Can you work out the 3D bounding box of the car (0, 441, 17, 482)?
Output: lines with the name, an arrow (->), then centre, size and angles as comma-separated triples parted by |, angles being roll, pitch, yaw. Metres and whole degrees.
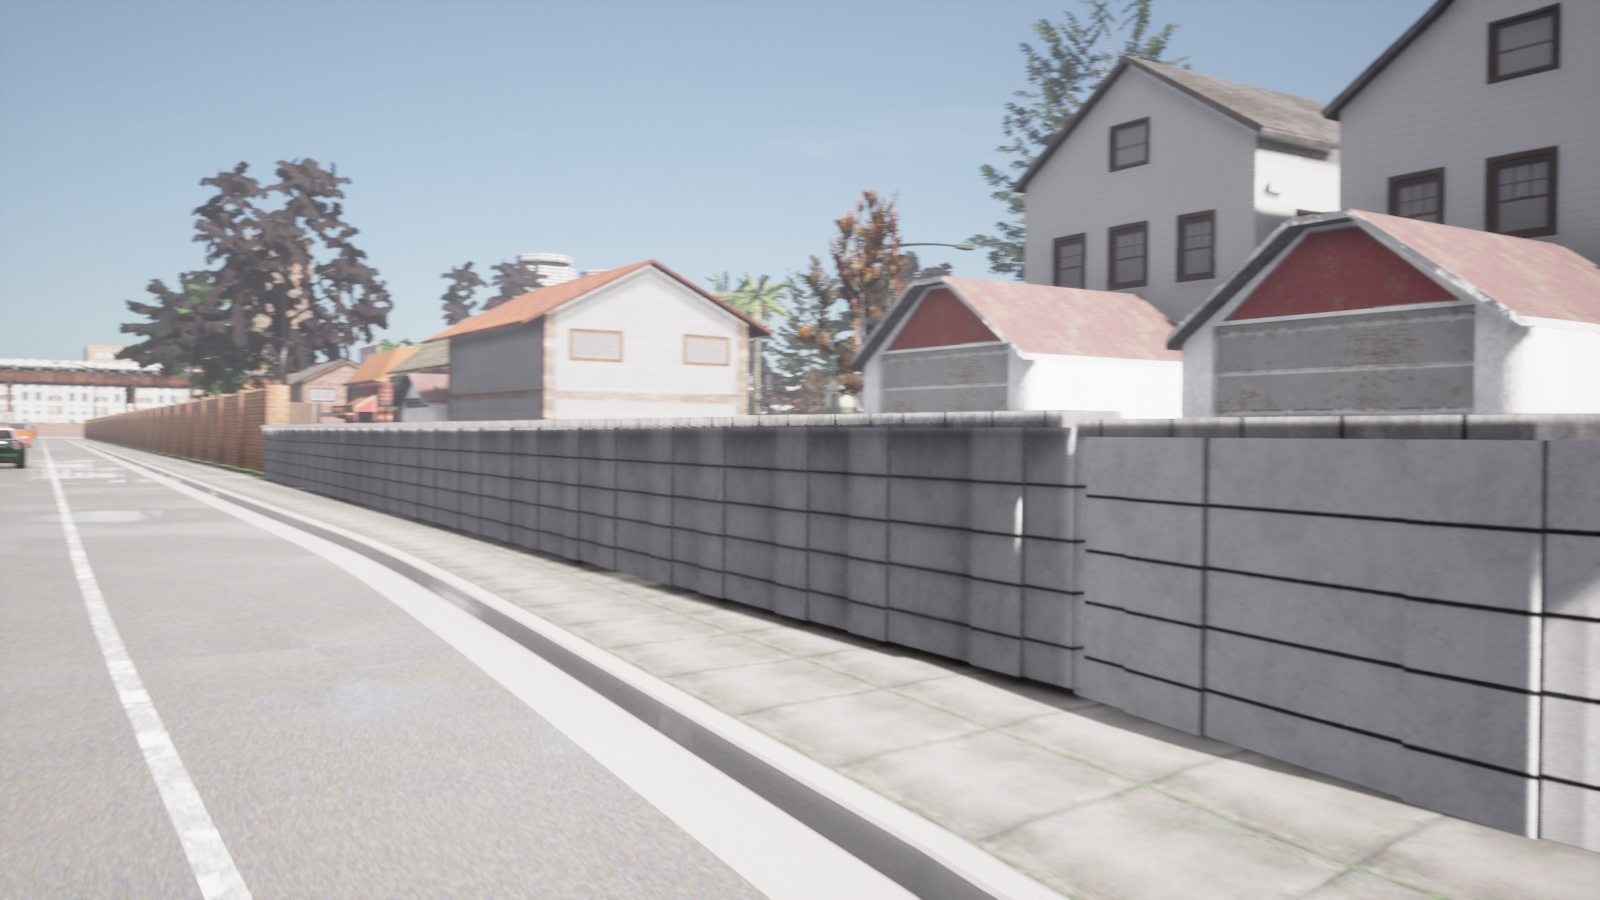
car -> -29.911, 0.413, 46.062 | 1.970, 1.475, 3.806 | -1, 1, -32
